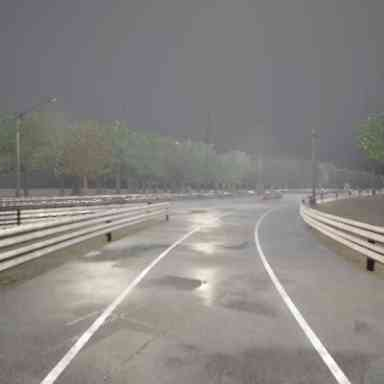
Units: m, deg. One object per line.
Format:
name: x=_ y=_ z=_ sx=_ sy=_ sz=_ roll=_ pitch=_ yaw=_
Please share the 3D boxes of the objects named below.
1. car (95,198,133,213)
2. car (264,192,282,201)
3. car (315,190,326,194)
car: x=-6.669 y=1.334 z=30.636 sx=1.837 sy=1.490 sz=4.892 roll=1 pitch=2 yaw=37
car: x=14.393 y=0.748 z=58.756 sx=1.994 sy=1.385 sz=4.181 roll=1 pitch=2 yaw=37
car: x=31.272 y=0.211 z=81.251 sx=2.033 sy=1.411 sz=5.357 roll=1 pitch=1 yaw=37
